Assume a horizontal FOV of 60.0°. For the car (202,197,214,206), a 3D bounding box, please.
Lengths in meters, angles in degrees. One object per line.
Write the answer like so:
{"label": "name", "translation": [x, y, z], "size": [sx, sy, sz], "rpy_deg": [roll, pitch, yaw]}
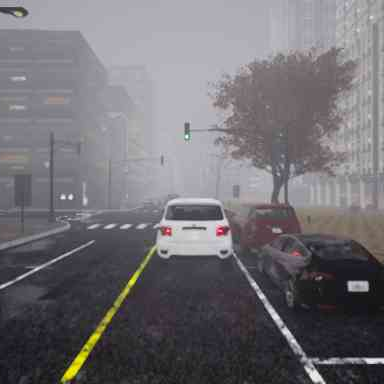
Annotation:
{"label": "car", "translation": [2.710, 1.526, 56.618], "size": [1.752, 1.417, 4.829], "rpy_deg": [0, 0, 0]}

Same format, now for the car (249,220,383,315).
{"label": "car", "translation": [2.695, 1.563, 7.471], "size": [1.947, 1.339, 4.313], "rpy_deg": [0, 0, 0]}

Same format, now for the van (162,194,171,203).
{"label": "van", "translation": [-5.664, 1.356, 73.049], "size": [1.690, 1.788, 3.998], "rpy_deg": [0, 0, 0]}

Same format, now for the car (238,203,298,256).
{"label": "car", "translation": [2.697, 1.310, 12.994], "size": [2.192, 1.841, 5.009], "rpy_deg": [0, 0, 0]}

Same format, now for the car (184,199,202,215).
{"label": "car", "translation": [0.103, 1.517, 35.050], "size": [1.812, 1.442, 4.674], "rpy_deg": [0, 0, 0]}

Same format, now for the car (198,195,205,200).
{"label": "car", "translation": [2.723, 1.585, 95.176], "size": [1.887, 1.381, 4.507], "rpy_deg": [0, 0, 0]}

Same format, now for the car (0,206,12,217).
{"label": "car", "translation": [-16.416, 1.332, 25.983], "size": [4.403, 1.369, 2.008], "rpy_deg": [1, -1, -1]}

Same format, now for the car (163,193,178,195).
{"label": "car", "translation": [-3.049, 1.222, 53.274], "size": [2.150, 2.045, 5.566], "rpy_deg": [0, 0, 0]}

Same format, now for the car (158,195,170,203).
{"label": "car", "translation": [-5.666, 1.450, 67.516], "size": [1.967, 1.590, 4.097], "rpy_deg": [0, 0, 0]}

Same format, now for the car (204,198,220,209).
{"label": "car", "translation": [2.707, 1.539, 45.382], "size": [1.887, 1.381, 4.507], "rpy_deg": [0, 0, 0]}

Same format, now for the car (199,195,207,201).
{"label": "car", "translation": [2.719, 1.551, 84.281], "size": [1.752, 1.417, 4.829], "rpy_deg": [0, 0, 0]}

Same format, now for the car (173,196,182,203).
{"label": "car", "translation": [-2.976, 1.512, 69.111], "size": [1.837, 1.490, 4.892], "rpy_deg": [0, 0, 0]}

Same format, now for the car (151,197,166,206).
{"label": "car", "translation": [-5.670, 1.552, 56.451], "size": [2.008, 1.369, 4.403], "rpy_deg": [0, 0, 0]}

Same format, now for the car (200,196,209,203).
{"label": "car", "translation": [2.716, 1.597, 73.045], "size": [1.802, 1.307, 4.206], "rpy_deg": [0, 0, 0]}

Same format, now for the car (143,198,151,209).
{"label": "car", "translation": [-5.673, 1.545, 45.385], "size": [2.008, 1.369, 4.403], "rpy_deg": [0, 0, 0]}

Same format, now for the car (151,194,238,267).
{"label": "car", "translation": [0.100, 1.216, 11.530], "size": [2.150, 2.045, 5.566], "rpy_deg": [0, 0, 1]}
